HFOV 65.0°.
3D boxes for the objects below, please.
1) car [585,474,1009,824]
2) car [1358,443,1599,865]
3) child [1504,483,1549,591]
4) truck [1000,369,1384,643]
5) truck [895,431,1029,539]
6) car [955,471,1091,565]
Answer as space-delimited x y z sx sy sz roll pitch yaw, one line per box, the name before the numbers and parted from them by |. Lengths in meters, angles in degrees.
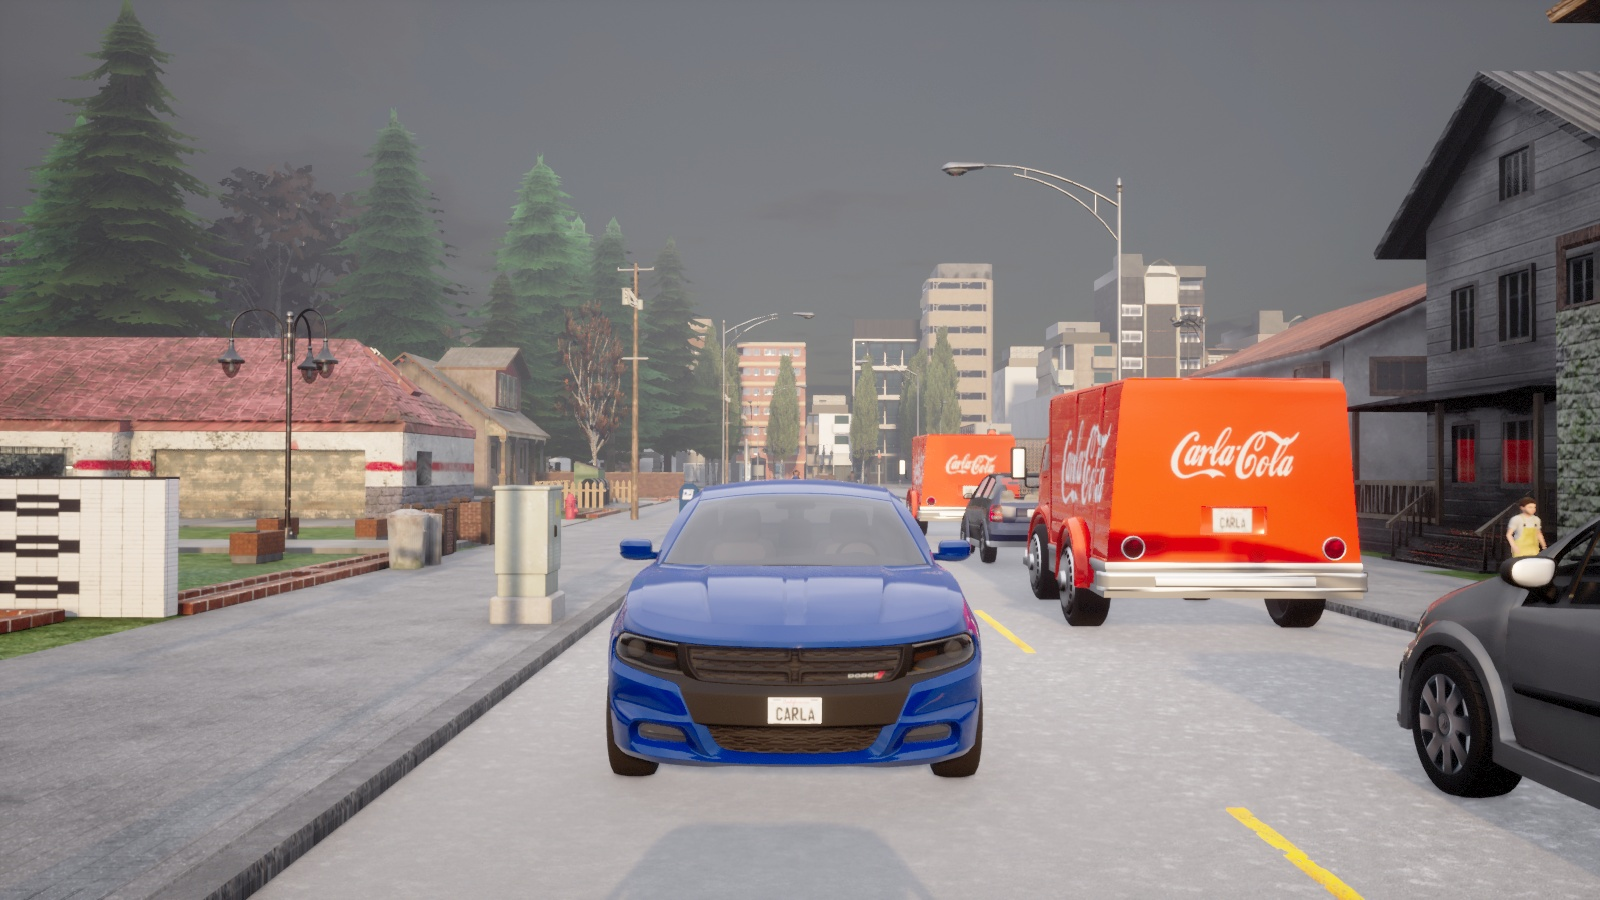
car | -0.024 0.928 8.083 1.882 1.535 5.008 0 -1 0
car | 3.986 0.778 4.860 1.851 1.617 3.988 0 -1 0
child | 8.589 1.019 14.854 0.270 1.263 0.437 0 -1 0
truck | 3.953 0.546 13.944 2.627 2.467 5.204 0 -1 0
truck | 3.919 0.840 31.491 2.627 2.467 5.204 0 -1 -1
car | 3.938 1.158 22.732 1.789 1.549 3.705 0 -1 0
